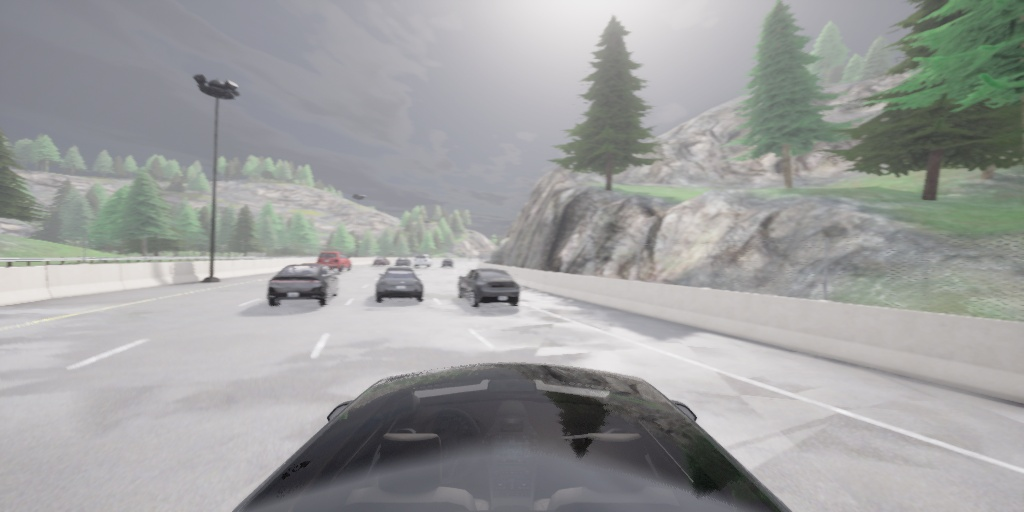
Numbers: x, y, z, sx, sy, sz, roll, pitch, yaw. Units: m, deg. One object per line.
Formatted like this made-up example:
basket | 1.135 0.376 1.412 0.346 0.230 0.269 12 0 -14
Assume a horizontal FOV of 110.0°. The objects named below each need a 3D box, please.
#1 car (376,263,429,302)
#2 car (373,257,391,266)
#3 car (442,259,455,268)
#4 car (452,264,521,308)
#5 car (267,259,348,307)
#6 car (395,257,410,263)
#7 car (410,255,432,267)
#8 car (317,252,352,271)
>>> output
car | -5.156 1.228 16.496 1.994 1.385 4.181 2 0 -19
car | -20.988 0.910 57.871 1.812 1.442 4.674 1 0 -4
car | -10.654 1.196 60.082 1.837 1.490 4.892 1 0 -4
car | -1.122 1.282 15.517 1.837 1.490 4.892 1 0 -19
car | -8.119 1.061 14.326 2.128 1.511 4.902 2 0 -19
car | -17.477 0.977 57.946 2.128 1.511 4.902 1 0 -5
car | -13.957 0.803 56.383 2.150 2.045 5.566 1 0 -5
car | -17.965 0.602 36.426 2.150 2.045 5.566 1 0 -11
